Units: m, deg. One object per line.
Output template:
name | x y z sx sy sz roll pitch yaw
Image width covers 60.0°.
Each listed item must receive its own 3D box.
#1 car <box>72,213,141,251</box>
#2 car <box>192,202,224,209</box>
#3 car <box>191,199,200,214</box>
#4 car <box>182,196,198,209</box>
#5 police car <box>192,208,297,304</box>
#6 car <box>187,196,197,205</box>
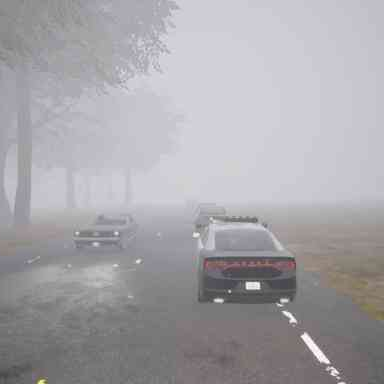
car | -3.488 1.599 14.325 1.895 1.301 4.718 0 0 0
car | 1.065 1.505 18.243 1.837 1.490 4.892 0 0 0
car | 1.069 1.508 24.245 1.837 1.490 4.892 0 0 0
car | 0.060 1.579 45.911 2.033 1.411 5.357 0 0 0
police car | 1.058 1.423 8.350 1.930 1.638 5.238 0 0 0
car | 0.047 1.577 63.642 1.882 1.535 5.008 0 0 0
